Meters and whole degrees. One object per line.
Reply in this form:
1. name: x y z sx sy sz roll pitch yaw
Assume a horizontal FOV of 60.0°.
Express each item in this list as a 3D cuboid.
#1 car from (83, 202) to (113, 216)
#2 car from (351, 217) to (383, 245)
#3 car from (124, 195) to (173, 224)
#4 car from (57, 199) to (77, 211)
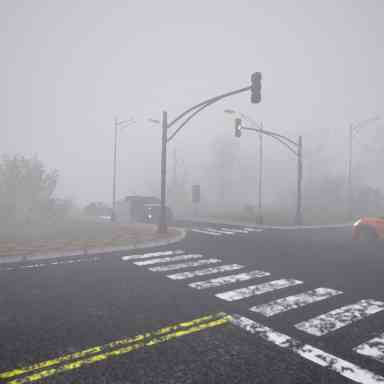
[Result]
1. car: -9.495 1.699 33.779 1.994 1.385 4.181 2 -2 -37
2. car: 9.068 1.372 13.660 2.097 1.767 4.553 0 0 -37
3. car: -3.606 1.300 25.818 2.150 2.045 5.566 2 -2 -35
4. car: -16.816 1.693 44.234 1.882 1.535 5.008 2 -2 -34
